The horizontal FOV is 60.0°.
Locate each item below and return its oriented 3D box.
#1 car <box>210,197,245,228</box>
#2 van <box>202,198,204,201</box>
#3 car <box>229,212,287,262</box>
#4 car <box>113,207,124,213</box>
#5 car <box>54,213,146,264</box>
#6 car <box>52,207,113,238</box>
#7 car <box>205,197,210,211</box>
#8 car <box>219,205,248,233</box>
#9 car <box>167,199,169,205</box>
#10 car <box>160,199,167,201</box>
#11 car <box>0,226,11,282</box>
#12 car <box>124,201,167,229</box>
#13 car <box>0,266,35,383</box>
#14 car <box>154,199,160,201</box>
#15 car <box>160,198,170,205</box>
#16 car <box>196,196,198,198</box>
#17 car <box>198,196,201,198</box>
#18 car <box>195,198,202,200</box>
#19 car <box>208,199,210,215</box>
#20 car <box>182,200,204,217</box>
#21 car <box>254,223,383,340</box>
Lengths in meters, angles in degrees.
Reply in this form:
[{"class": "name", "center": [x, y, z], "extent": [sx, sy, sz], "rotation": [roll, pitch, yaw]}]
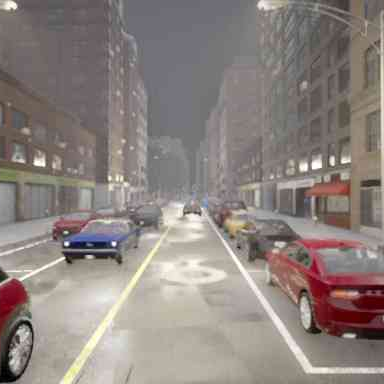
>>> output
[{"class": "car", "center": [2.669, 1.450, 23.198], "extent": [2.192, 1.841, 5.009], "rotation": [0, 0, 0]}, {"class": "van", "center": [2.665, 1.636, 45.226], "extent": [1.690, 1.788, 3.998], "rotation": [0, 0, 0]}, {"class": "car", "center": [2.670, 1.633, 12.182], "extent": [1.947, 1.339, 4.313], "rotation": [0, 0, 0]}, {"class": "car", "center": [-5.857, 1.718, 23.201], "extent": [1.802, 1.307, 4.206], "rotation": [0, 0, 0]}, {"class": "car", "center": [-3.082, 1.669, 12.252], "extent": [1.895, 1.301, 4.718], "rotation": [0, 0, 0]}, {"class": "car", "center": [-5.856, 1.645, 17.694], "extent": [1.887, 1.381, 4.507], "rotation": [0, 0, 0]}, {"class": "car", "center": [2.667, 1.652, 34.211], "extent": [1.967, 1.590, 4.097], "rotation": [0, 0, 0]}, {"class": "car", "center": [2.669, 1.627, 17.859], "extent": [1.752, 1.417, 4.829], "rotation": [0, 0, 0]}, {"class": "car", "center": [-5.863, 1.956, 61.590], "extent": [1.752, 1.417, 4.829], "rotation": [0, 0, 0]}, {"class": "car", "center": [-5.862, 1.826, 56.252], "extent": [1.967, 1.590, 4.097], "rotation": [0, 0, 0]}, {"class": "car", "center": [-5.854, 1.587, 6.678], "extent": [2.008, 1.369, 4.403], "rotation": [0, 0, 0]}, {"class": "car", "center": [-3.013, 1.610, 22.719], "extent": [1.882, 1.535, 5.008], "rotation": [0, 0, 0]}, {"class": "car", "center": [-3.081, 1.366, 2.413], "extent": [2.097, 1.767, 4.553], "rotation": [0, 0, 0]}, {"class": "car", "center": [-5.861, 1.862, 45.233], "extent": [1.947, 1.339, 4.313], "rotation": [0, 0, 0]}, {"class": "car", "center": [-5.865, 2.094, 72.776], "extent": [1.947, 1.339, 4.313], "rotation": [0, -1, 0]}, {"class": "car", "center": [2.658, 2.244, 89.284], "extent": [1.947, 1.339, 4.313], "rotation": [0, -1, 0]}, {"class": "car", "center": [2.661, 2.054, 72.932], "extent": [1.752, 1.417, 4.829], "rotation": [0, -1, 0]}, {"class": "car", "center": [0.005, 1.863, 45.576], "extent": [1.994, 1.385, 4.181], "rotation": [0, 0, 1]}, {"class": "car", "center": [2.668, 1.613, 28.705], "extent": [1.967, 1.590, 4.097], "rotation": [0, 0, 0]}, {"class": "car", "center": [-0.005, 1.812, 34.199], "extent": [1.895, 1.301, 4.718], "rotation": [0, 0, 0]}, {"class": "car", "center": [2.671, 1.581, 6.675], "extent": [1.887, 1.381, 4.507], "rotation": [0, 0, 0]}]
